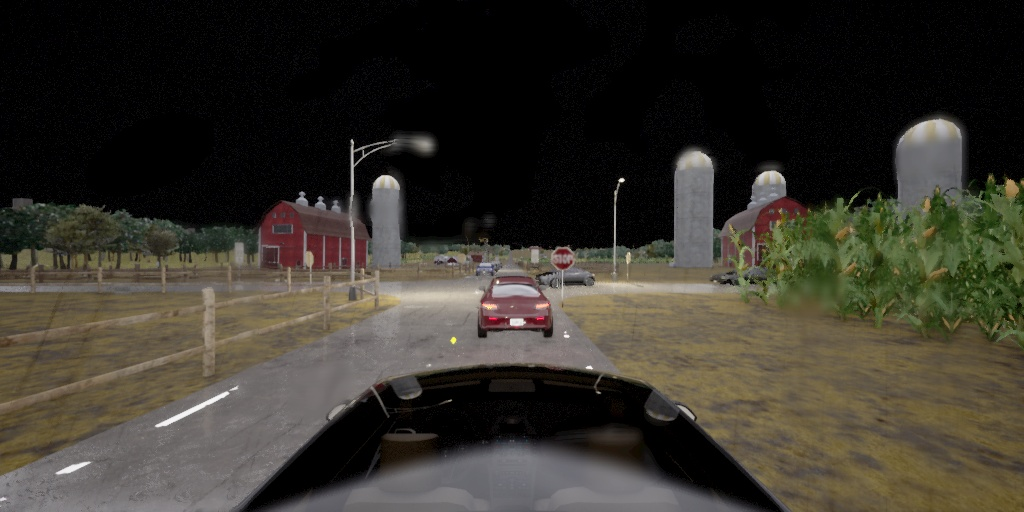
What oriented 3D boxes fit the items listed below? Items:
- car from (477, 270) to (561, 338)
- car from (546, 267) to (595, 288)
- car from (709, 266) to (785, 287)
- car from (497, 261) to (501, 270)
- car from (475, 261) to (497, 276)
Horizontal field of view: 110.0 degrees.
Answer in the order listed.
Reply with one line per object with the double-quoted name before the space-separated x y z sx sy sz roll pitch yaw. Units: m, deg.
"car" 0.035 1.281 10.125 1.812 1.442 4.674 0 0 -2
"car" 3.449 1.396 23.925 4.181 1.385 1.994 0 1 -23
"car" 17.192 1.453 25.657 5.357 1.411 2.033 0 1 0
"car" -2.933 1.522 48.929 1.994 1.385 4.181 0 0 0
"car" -2.920 1.426 39.903 1.812 1.442 4.674 0 0 0
